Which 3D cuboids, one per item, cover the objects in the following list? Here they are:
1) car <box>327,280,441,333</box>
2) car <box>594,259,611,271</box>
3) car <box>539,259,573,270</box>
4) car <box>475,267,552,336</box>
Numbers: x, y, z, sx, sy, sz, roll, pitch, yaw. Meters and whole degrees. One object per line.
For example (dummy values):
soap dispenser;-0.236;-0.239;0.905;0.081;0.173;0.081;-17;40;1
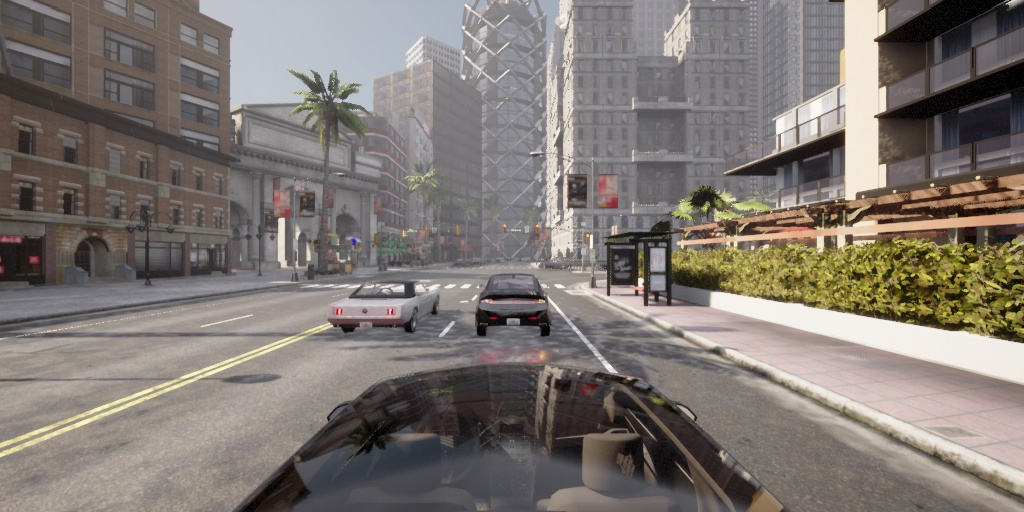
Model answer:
car;-3.457;1.351;10.750;1.895;1.301;4.718;0;0;0
car;12.863;1.101;46.442;4.553;1.767;2.097;0;0;-2
car;6.339;1.241;51.923;4.902;1.511;2.128;0;0;24
car;0.041;1.241;10.370;2.128;1.511;4.902;0;0;0
